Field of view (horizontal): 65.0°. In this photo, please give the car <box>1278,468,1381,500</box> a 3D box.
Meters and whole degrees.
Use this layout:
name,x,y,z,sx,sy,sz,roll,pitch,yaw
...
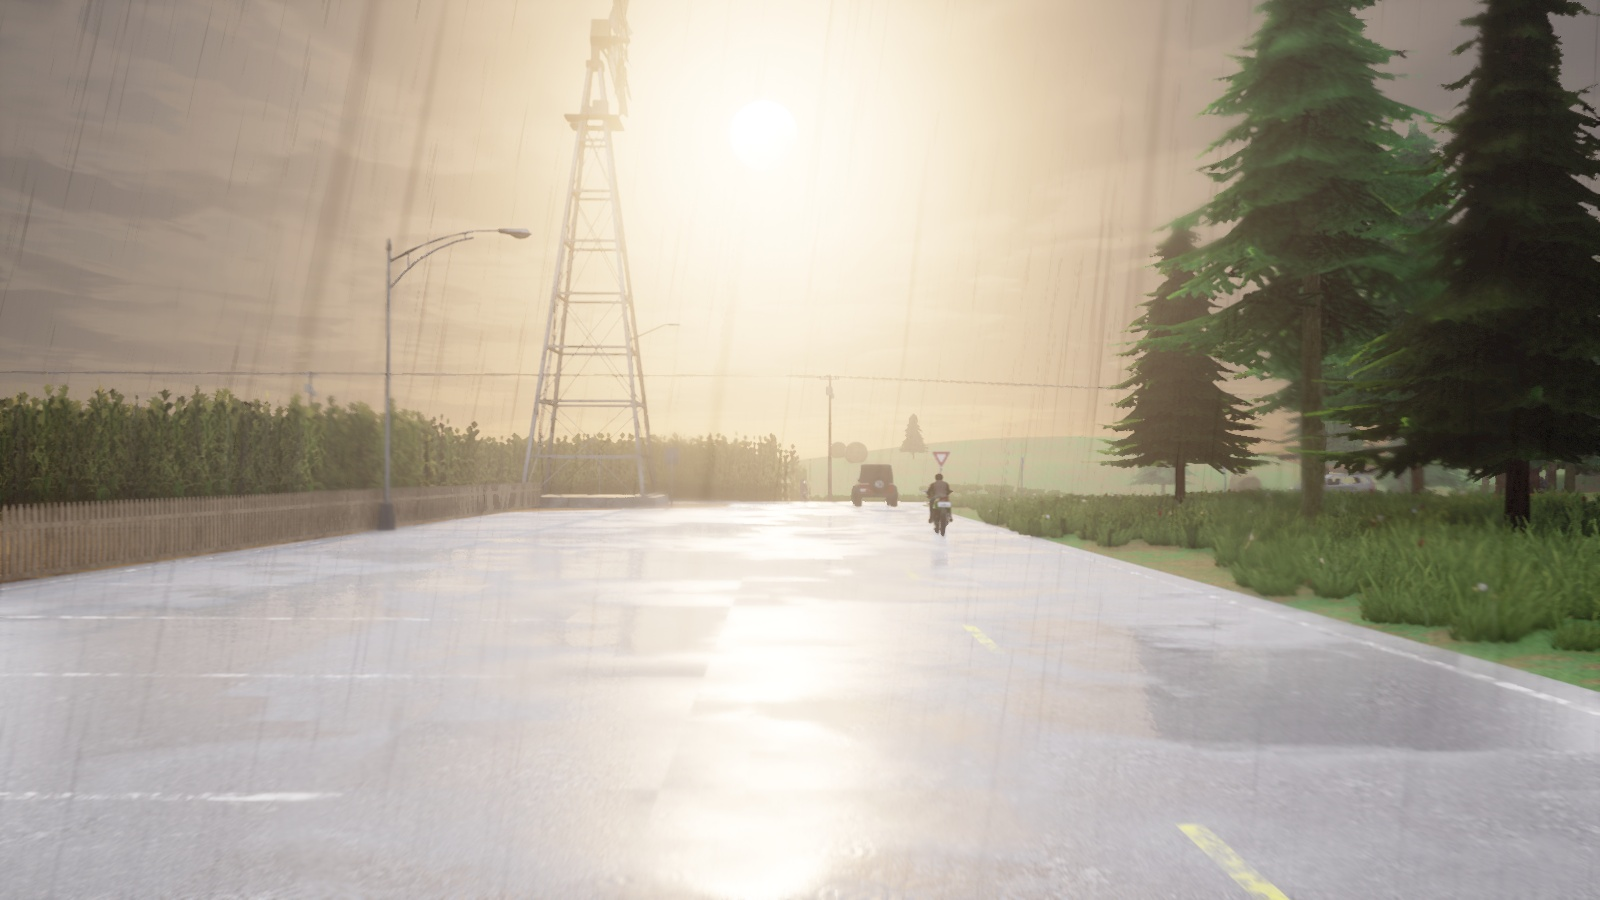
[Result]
name,x,y,z,sx,sy,sz,roll,pitch,yaw
car,28.657,1.824,68.113,4.611,1.667,2.242,0,-1,-1

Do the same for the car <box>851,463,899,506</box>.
name,x,y,z,sx,sy,sz,roll,pitch,yaw
car,3.362,1.545,56.645,1.905,1.878,3.866,0,-1,0

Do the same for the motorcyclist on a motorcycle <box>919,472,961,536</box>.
name,x,y,z,sx,sy,sz,roll,pitch,yaw
motorcyclist on a motorcycle,3.425,1.300,30.905,0.797,1.523,2.044,0,-1,0
